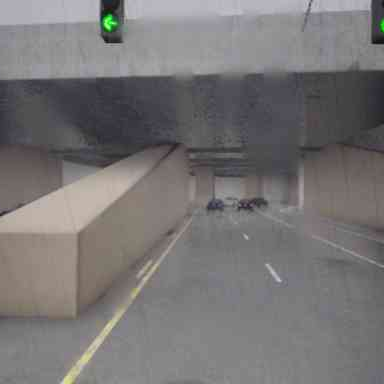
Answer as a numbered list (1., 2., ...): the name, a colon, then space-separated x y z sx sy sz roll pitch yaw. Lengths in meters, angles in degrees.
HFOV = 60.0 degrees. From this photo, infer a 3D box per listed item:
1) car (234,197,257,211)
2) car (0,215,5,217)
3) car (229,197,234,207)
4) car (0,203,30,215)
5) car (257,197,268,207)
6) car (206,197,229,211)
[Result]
1. car: 6.415 1.534 39.923 2.033 1.411 5.357 0 0 9
2. car: -6.611 1.536 9.258 1.895 1.301 4.718 0 0 3
3. car: 6.044 1.494 50.067 1.812 1.442 4.674 0 0 29
4. car: -9.500 1.390 19.258 2.128 1.511 4.902 0 0 4
5. car: 9.913 1.524 49.841 1.812 1.442 4.674 0 0 33
6. car: 2.856 1.508 39.731 2.033 1.411 5.357 0 0 10
